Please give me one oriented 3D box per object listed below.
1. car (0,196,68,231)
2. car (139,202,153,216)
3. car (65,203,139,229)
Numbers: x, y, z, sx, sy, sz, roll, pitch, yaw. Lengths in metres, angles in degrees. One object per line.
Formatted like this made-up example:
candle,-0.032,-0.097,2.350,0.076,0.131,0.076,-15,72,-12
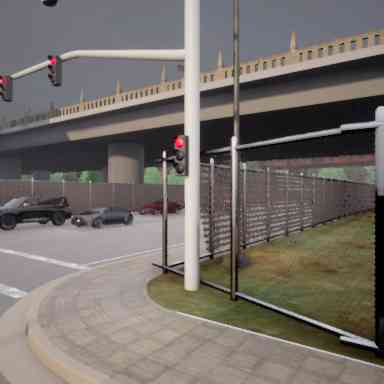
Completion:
car,-10.616,1.267,21.658,2.150,2.045,5.566,0,0,36
car,-3.050,1.522,32.327,1.882,1.535,5.008,0,0,35
car,-5.897,1.610,22.254,1.994,1.385,4.181,0,0,35
